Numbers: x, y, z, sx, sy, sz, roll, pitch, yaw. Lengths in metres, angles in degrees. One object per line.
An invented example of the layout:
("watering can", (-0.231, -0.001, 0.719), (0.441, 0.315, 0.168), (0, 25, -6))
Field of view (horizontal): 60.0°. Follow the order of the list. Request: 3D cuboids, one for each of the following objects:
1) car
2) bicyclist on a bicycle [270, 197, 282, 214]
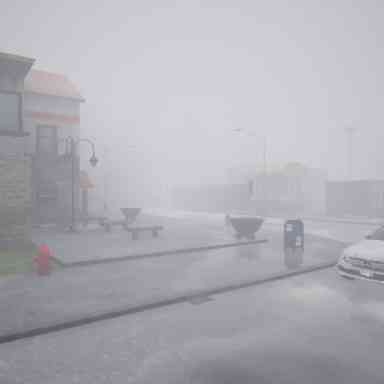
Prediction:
("car", (5.756, 1.526, 8.712), (4.674, 1.442, 1.812), (0, 0, -35))
("bicyclist on a bicycle", (8.116, 1.349, 32.064), (1.656, 1.620, 0.582), (0, 0, -35))
